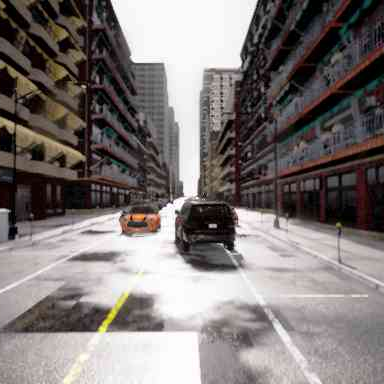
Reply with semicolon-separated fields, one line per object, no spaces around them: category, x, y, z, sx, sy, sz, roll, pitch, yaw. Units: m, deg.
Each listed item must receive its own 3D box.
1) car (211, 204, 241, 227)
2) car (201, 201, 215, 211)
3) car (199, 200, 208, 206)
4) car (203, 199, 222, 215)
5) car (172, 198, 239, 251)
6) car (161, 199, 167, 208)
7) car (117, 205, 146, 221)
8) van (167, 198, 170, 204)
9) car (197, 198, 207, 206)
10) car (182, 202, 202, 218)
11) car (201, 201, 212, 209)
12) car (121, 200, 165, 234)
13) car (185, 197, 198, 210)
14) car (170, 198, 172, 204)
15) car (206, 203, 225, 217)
car;2.641;1.794;26.889;1.967;1.590;4.097;1;-1;0
car;2.569;2.260;54.588;2.008;1.369;4.403;1;-1;0
car;2.513;2.537;76.748;1.887;1.381;4.507;1;-1;0
car;2.601;1.883;43.510;2.192;1.841;5.009;1;-1;0
car;0.462;1.424;15.330;2.150;2.045;5.566;0;-1;-7
car;-5.807;2.024;54.517;2.192;1.841;5.009;1;-1;0
car;-5.756;1.976;32.354;2.008;1.369;4.403;1;-1;0
van;-5.836;2.192;65.597;1.690;1.788;3.998;1;-1;0
car;2.503;2.377;82.291;2.192;1.841;5.009;1;-1;0
car;0.005;1.987;37.819;2.128;1.511;4.902;0;-1;0
car;2.555;2.308;60.298;1.752;1.417;4.829;1;-1;0
car;-3.151;1.634;21.401;2.097;1.767;4.553;0;-1;0
car;-0.049;1.986;58.725;2.150;2.045;5.566;0;0;0
car;-5.891;2.447;87.757;2.192;1.841;5.009;1;-1;0
car;2.611;2.041;37.968;1.887;1.381;4.507;1;-1;0
